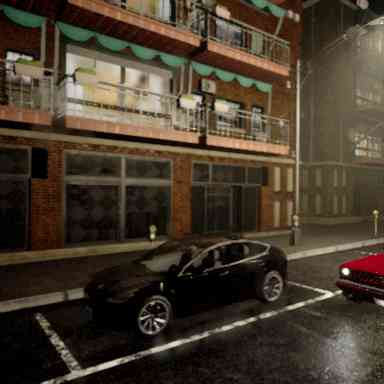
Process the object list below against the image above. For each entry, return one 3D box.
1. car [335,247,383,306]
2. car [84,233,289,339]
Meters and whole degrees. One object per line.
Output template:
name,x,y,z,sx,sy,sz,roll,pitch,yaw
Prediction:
car,5.092,1.604,6.986,4.718,1.301,1.895,0,0,-35
car,0.113,1.568,6.629,4.313,1.339,1.947,0,1,-36
